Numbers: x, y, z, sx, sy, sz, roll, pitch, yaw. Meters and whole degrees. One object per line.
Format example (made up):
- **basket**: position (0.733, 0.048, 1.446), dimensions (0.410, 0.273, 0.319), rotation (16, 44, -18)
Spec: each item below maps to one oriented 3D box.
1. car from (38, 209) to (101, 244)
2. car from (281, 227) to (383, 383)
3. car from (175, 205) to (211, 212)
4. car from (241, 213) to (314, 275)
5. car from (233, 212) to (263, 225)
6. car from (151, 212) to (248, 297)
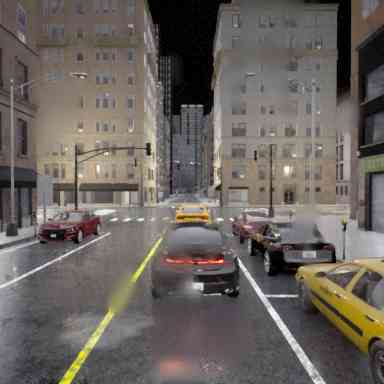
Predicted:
- **car**: position (-5.658, 1.540, 15.819), dimensions (1.887, 1.381, 4.507), rotation (-1, 0, 0)
- **car**: position (2.871, 1.524, 4.808), dimensions (1.752, 1.417, 4.829), rotation (-1, 0, 0)
- **car**: position (0.057, 1.472, 18.999), dimensions (1.882, 1.535, 5.008), rotation (0, 0, 1)
- **car**: position (2.879, 1.563, 10.224), dimensions (1.947, 1.339, 4.313), rotation (-1, 0, 0)
- **car**: position (2.887, 1.577, 15.810), dimensions (1.802, 1.307, 4.206), rotation (-1, 0, 0)
- **car**: position (0.076, 1.503, 8.572), dimensions (1.837, 1.490, 4.892), rotation (0, 0, 0)
